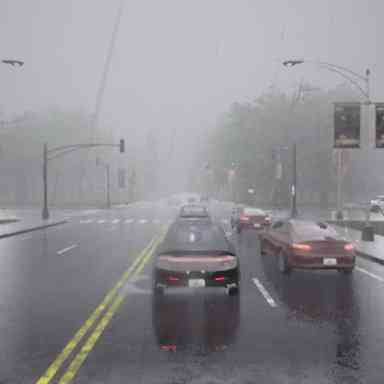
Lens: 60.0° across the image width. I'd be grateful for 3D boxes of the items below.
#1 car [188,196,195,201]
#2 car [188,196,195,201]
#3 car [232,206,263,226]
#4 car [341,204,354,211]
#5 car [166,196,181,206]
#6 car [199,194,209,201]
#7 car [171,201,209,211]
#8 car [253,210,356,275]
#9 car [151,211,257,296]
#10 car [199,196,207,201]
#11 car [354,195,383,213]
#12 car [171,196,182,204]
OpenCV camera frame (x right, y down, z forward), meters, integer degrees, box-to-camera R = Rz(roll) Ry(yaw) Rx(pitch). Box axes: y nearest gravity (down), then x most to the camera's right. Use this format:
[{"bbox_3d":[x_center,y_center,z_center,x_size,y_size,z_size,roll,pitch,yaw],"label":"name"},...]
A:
[{"bbox_3d":[-0.148,1.761,82.666,1.882,1.535,5.008,0,-1,0],"label":"car"},{"bbox_3d":[-0.169,1.816,93.120,1.994,1.385,4.181,0,-1,0],"label":"car"},{"bbox_3d":[3.326,1.524,19.151,1.812,1.442,4.674,0,0,1],"label":"car"},{"bbox_3d":[21.011,1.738,41.010,4.718,1.301,1.895,0,0,-1],"label":"car"},{"bbox_3d":[-3.430,1.698,58.000,1.895,1.301,4.718,0,0,0],"label":"car"},{"bbox_3d":[3.102,1.510,82.738,2.150,2.045,5.566,0,-1,0],"label":"car"},{"bbox_3d":[0.068,1.488,18.031,2.128,1.511,4.902,0,0,0],"label":"car"},{"bbox_3d":[3.327,1.516,10.343,1.812,1.442,4.674,0,0,0],"label":"car"},{"bbox_3d":[0.084,1.482,8.623,2.128,1.511,4.902,0,0,0],"label":"car"},{"bbox_3d":[3.081,1.803,93.126,2.033,1.411,5.357,0,-1,0],"label":"car"},{"bbox_3d":[21.993,1.363,37.772,5.566,2.045,2.150,0,0,0],"label":"car"},{"bbox_3d":[-3.382,1.723,73.026,2.128,1.511,4.902,0,0,0],"label":"car"}]
